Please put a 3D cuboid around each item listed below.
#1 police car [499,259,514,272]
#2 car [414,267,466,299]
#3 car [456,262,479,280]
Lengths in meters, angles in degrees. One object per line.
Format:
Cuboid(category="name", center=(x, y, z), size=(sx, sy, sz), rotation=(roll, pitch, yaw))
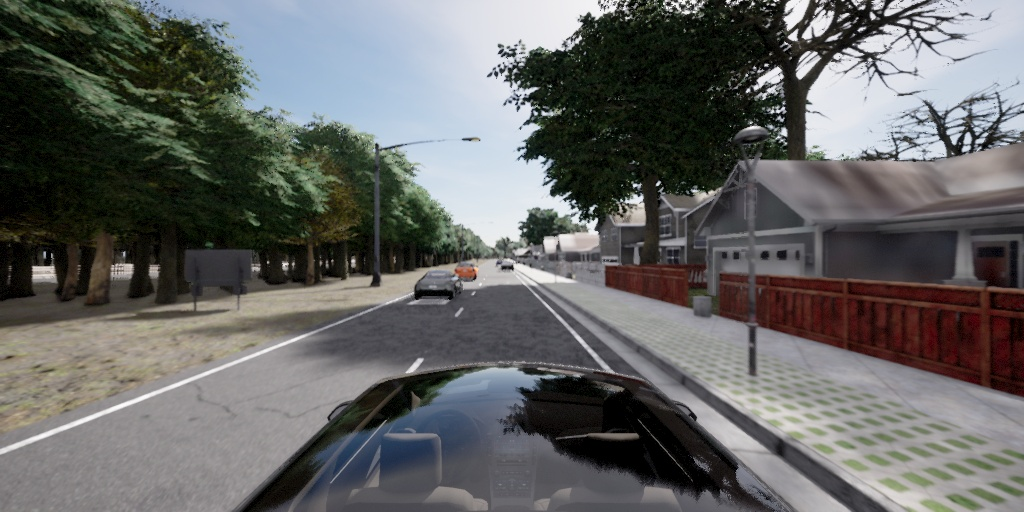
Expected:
Cuboid(category="police car", center=(-0.649, 1.622, 56.213), size=(1.930, 1.638, 5.238), rotation=(0, 0, -2))
Cuboid(category="car", center=(-3.822, 1.452, 19.046), size=(1.994, 1.385, 4.181), rotation=(0, 0, -2))
Cuboid(category="car", center=(-4.353, 1.367, 34.685), size=(2.097, 1.767, 4.553), rotation=(0, 0, -2))
